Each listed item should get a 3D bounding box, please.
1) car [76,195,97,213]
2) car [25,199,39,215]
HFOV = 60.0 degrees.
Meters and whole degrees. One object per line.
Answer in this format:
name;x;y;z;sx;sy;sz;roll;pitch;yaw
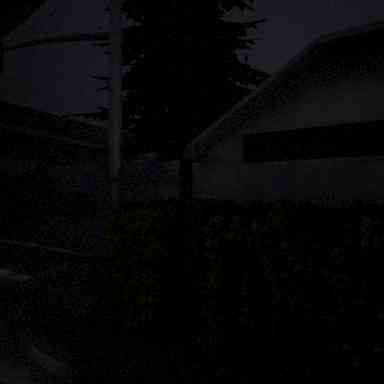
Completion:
car;-10.498;1.301;35.202;3.866;1.878;1.905;0;0;35
car;-17.304;1.466;33.071;4.611;1.667;2.242;0;0;35
